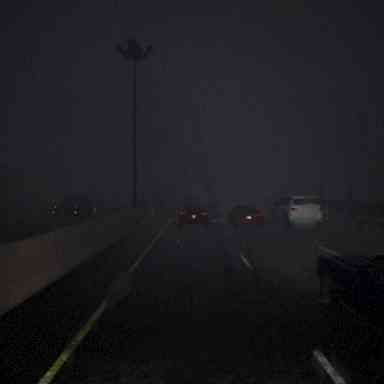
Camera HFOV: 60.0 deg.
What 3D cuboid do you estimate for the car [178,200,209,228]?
[{"bbox_3d":[0.105,1.526,22.543,2.163,1.488,4.792,0,0,0],"label":"car"}]

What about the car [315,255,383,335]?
[{"bbox_3d":[3.601,1.606,5.133,1.895,1.301,4.718,0,0,0],"label":"car"}]

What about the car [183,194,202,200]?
[{"bbox_3d":[0.091,1.263,40.997,2.150,2.045,5.566,0,0,0],"label":"car"}]

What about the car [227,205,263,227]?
[{"bbox_3d":[3.605,1.587,23.036,1.994,1.385,4.181,0,0,0],"label":"car"}]

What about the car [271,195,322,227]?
[{"bbox_3d":[7.093,1.244,23.048,2.150,2.045,5.566,0,0,0],"label":"car"}]
